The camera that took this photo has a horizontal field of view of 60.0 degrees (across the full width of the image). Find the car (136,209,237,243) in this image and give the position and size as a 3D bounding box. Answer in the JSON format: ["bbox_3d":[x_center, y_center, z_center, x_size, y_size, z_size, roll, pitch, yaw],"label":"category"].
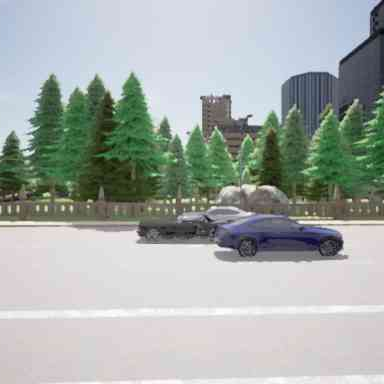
[{"bbox_3d":[-0.281,1.639,15.945,4.718,1.301,1.895,0,0,-2],"label":"car"}]

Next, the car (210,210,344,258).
[{"bbox_3d":[3.174,1.564,12.388,4.674,1.442,1.812,0,0,-2],"label":"car"}]

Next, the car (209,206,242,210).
[{"bbox_3d":[1.471,1.564,19.501,4.674,1.442,1.812,0,0,-2],"label":"car"}]
